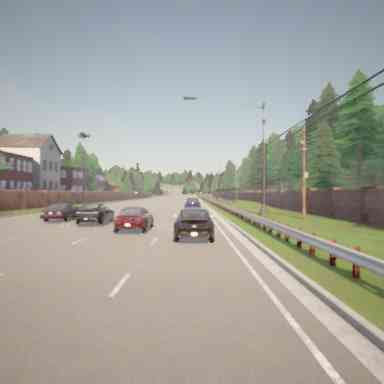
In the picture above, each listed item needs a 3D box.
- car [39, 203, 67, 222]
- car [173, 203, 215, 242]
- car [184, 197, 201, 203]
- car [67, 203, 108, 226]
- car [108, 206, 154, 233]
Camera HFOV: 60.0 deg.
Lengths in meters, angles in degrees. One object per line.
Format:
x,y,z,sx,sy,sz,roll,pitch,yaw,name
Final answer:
-10.410,1.615,26.970,2.033,1.411,5.357,0,0,0,car
0.095,1.548,16.698,1.837,1.490,4.892,0,0,0,car
0.085,1.463,44.073,2.097,1.767,4.553,0,0,0,car
-6.909,1.552,24.031,2.128,1.511,4.902,0,0,0,car
-3.407,1.575,19.871,1.812,1.442,4.674,0,0,0,car
